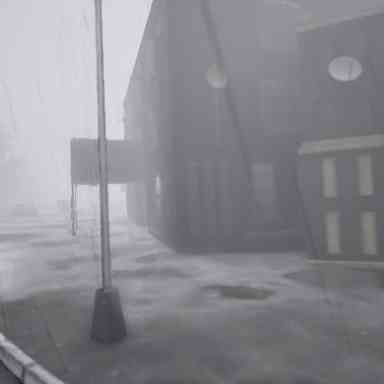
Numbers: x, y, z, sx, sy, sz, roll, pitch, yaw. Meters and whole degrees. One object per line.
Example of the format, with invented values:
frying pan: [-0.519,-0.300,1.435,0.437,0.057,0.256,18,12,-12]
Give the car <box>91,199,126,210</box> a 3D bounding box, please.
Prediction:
car: [-14.154,2.210,55.267,4.892,1.521,2.231,-1,-2,-28]

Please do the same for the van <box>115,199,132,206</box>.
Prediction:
van: [-19.160,2.891,93.112,4.442,1.987,1.878,-1,-2,-28]

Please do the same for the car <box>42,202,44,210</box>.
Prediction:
car: [-33.741,2.929,67.391,5.566,2.045,2.435,-2,-1,-28]

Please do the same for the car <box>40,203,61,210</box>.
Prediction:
car: [-36.107,3.601,84.873,4.892,1.521,2.231,-2,-1,-28]

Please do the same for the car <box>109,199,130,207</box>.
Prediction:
car: [-17.659,2.703,81.437,4.553,1.767,2.185,-1,-1,-28]

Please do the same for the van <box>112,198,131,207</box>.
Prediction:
van: [-18.576,2.746,87.183,4.442,1.987,1.878,-1,-1,-28]

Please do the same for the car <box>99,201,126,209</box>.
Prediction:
car: [-15.325,2.455,63.982,4.674,1.452,2.002,-1,-1,-28]

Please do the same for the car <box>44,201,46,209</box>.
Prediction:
car: [-34.168,3.280,70.270,4.792,1.488,2.163,-2,-1,-28]

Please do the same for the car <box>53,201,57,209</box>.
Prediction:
car: [-35.351,3.489,79.023,4.792,1.488,2.163,-2,-1,-28]

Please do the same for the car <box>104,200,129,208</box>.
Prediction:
car: [-16.496,2.622,72.701,4.892,1.521,2.231,-1,-1,-28]

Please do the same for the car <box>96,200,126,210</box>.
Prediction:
car: [-14.929,2.347,61.077,4.892,1.521,2.231,-1,-1,-28]

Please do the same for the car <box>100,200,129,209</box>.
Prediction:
car: [-15.561,2.479,66.981,5.366,1.575,1.946,-1,-2,-28]

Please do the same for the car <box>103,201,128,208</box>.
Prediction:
car: [-16.110,2.593,69.796,4.674,1.452,2.002,-1,-1,-28]

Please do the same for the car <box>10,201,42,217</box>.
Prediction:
car: [-19.393,2.130,38.600,2.033,1.411,5.357,-2,0,-13]

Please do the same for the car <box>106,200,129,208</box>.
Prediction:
car: [-16.924,2.720,75.594,4.792,1.488,2.163,-1,-1,-28]

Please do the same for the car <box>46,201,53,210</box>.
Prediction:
car: [-34.914,3.261,76.137,4.553,1.767,2.185,-3,-1,-28]
